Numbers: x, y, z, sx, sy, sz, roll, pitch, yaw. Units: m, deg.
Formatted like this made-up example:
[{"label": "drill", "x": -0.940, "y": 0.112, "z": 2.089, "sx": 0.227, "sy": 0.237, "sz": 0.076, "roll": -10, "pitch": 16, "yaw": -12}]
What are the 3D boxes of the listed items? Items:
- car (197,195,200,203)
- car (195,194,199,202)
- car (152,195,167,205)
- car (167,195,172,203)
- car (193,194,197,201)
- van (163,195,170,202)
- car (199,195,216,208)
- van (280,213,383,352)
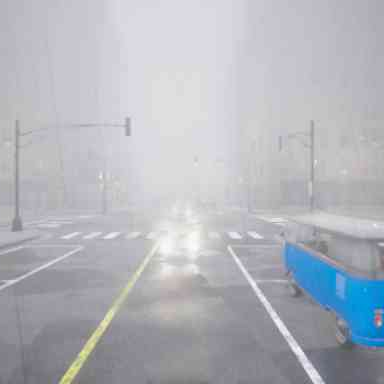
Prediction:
[{"label": "car", "x": 2.329, "y": 1.728, "z": 61.204, "sx": 1.802, "sy": 1.307, "sz": 4.206, "roll": 0, "pitch": 0, "yaw": -1}, {"label": "car", "x": 2.081, "y": 1.765, "z": 72.507, "sx": 1.802, "sy": 1.307, "sz": 4.206, "roll": 0, "pitch": 0, "yaw": -1}, {"label": "car", "x": -6.194, "y": 1.585, "z": 61.026, "sx": 1.967, "sy": 1.590, "sz": 4.097, "roll": 0, "pitch": 0, "yaw": -1}, {"label": "car", "x": -6.567, "y": 1.525, "z": 77.987, "sx": 2.192, "sy": 1.841, "sz": 5.009, "roll": 0, "pitch": 0, "yaw": -1}, {"label": "car", "x": 1.956, "y": 1.756, "z": 78.160, "sx": 1.887, "sy": 1.381, "sz": 4.507, "roll": 0, "pitch": 0, "yaw": -1}, {"label": "van", "x": -6.815, "y": 1.614, "z": 89.299, "sx": 1.690, "sy": 1.788, "sz": 3.998, "roll": 0, "pitch": 0, "yaw": -1}, {"label": "car", "x": 2.576, "y": 1.554, "z": 49.897, "sx": 1.967, "sy": 1.590, "sz": 4.097, "roll": 0, "pitch": 0, "yaw": -1}, {"label": "van", "x": 2.859, "y": 1.352, "z": 6.007, "sx": 1.690, "sy": 1.788, "sz": 3.998, "roll": 0, "pitch": 0, "yaw": 0}]
